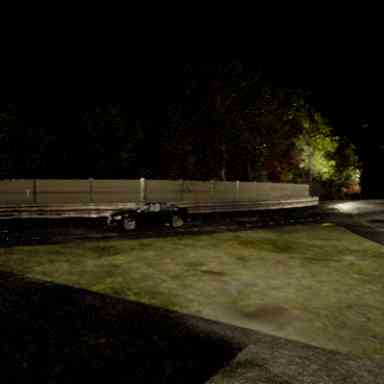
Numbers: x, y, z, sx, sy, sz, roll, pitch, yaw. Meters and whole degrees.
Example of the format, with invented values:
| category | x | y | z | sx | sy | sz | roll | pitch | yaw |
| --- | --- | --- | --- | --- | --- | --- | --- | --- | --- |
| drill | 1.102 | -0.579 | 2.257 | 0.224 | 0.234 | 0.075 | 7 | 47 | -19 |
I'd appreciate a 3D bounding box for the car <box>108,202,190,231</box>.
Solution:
| category | x | y | z | sx | sy | sz | roll | pitch | yaw |
| --- | --- | --- | --- | --- | --- | --- | --- | --- | --- |
| car | -2.526 | 1.386 | 19.898 | 4.902 | 1.511 | 2.128 | 0 | 0 | -26 |
